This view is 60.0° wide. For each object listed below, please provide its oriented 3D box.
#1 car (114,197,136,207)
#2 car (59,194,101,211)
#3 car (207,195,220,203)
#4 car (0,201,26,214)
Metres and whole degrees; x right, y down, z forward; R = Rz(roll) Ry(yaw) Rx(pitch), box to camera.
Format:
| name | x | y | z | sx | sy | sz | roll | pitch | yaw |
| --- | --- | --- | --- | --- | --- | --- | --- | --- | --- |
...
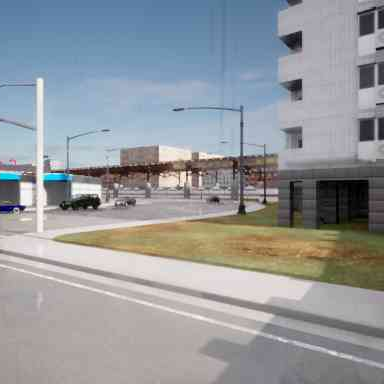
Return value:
| name | x | y | z | sx | sy | sz | roll | pitch | yaw |
| --- | --- | --- | --- | --- | --- | --- | --- | --- | --- |
| car | -10.295 | 1.492 | 51.630 | 2.128 | 1.511 | 4.902 | 0 | 0 | 14 |
| car | -14.058 | 1.221 | 42.216 | 2.150 | 2.045 | 5.566 | 0 | 0 | 29 |
| car | 4.410 | 1.502 | 69.673 | 1.837 | 1.490 | 4.892 | 0 | 0 | -12 |
| car | -19.692 | 1.601 | 33.894 | 1.895 | 1.301 | 4.718 | 0 | 0 | 37 |
